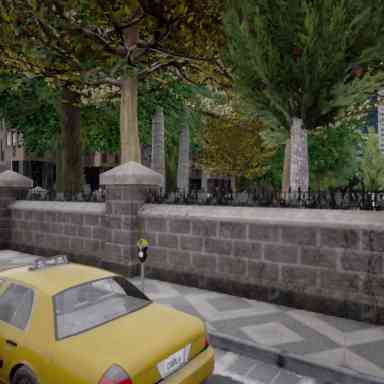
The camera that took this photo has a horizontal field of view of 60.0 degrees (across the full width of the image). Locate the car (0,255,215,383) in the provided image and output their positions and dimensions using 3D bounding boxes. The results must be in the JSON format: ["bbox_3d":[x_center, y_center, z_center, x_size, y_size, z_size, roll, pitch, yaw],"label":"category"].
[{"bbox_3d":[-2.042,1.525,4.413,4.829,1.417,1.752,0,0,35],"label":"car"}]
